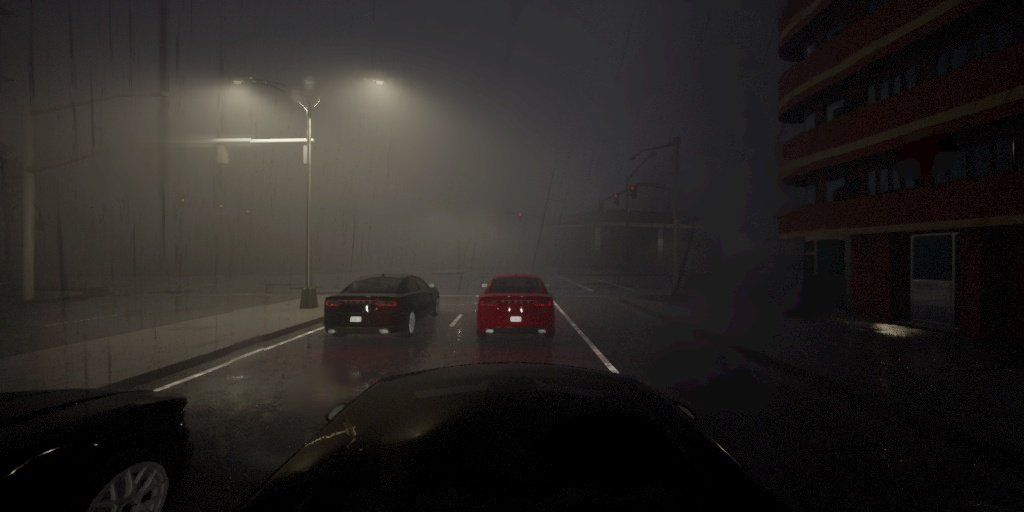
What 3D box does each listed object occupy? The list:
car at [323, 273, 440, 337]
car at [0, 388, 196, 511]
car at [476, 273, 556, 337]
[{"bbox_3d":[-3.397,1.227,10.290,1.882,1.535,5.008,0,0,0],"label":"car"},{"bbox_3d":[-3.408,1.228,0.716,1.882,1.535,5.008,0,0,0],"label":"car"},{"bbox_3d":[0.108,1.227,10.305,1.882,1.535,5.008,0,0,1],"label":"car"}]
